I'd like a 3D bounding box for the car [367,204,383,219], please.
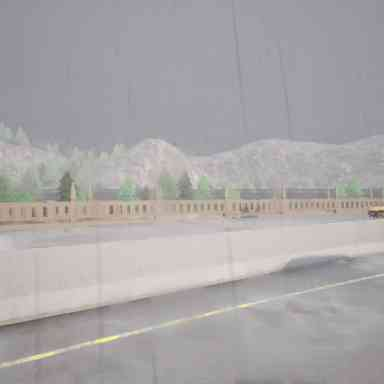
[{"bbox_3d":[16.842,1.477,27.456,5.008,1.535,1.882,0,0,-19],"label":"car"}]
